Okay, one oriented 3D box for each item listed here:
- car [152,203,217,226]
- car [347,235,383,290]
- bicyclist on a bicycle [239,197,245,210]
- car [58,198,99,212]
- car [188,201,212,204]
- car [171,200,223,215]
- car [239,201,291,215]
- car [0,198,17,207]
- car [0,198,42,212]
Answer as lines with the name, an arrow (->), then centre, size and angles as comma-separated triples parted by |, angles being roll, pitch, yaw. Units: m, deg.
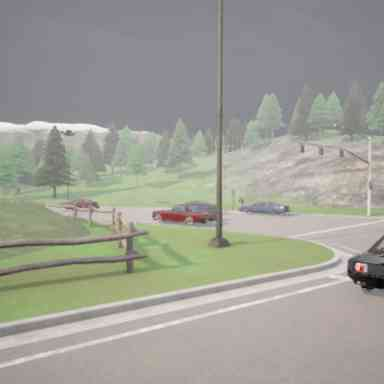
car -> -0.698, 1.654, 24.003 | 4.718, 1.301, 1.895 | 0, 0, 38
car -> 5.683, 1.657, 8.119 | 4.718, 1.301, 1.895 | 1, 0, -42
bicyclist on a bicycle -> 6.197, 1.444, 41.369 | 0.582, 1.620, 1.656 | 0, 0, 36
car -> -13.388, 1.483, 39.125 | 5.008, 1.535, 1.882 | 0, 0, 20
car -> 0.102, 1.631, 27.572 | 4.181, 1.385, 1.994 | 0, 0, 39
car -> 0.507, 1.638, 36.145 | 5.357, 1.411, 2.033 | 0, 0, 35
car -> 7.644, 1.684, 35.245 | 5.357, 1.411, 2.033 | 0, 0, 38
car -> -28.600, 1.529, 48.790 | 4.718, 1.301, 1.895 | 0, 0, 1
car -> -19.436, 1.562, 37.289 | 4.718, 1.301, 1.895 | 0, 0, 12
